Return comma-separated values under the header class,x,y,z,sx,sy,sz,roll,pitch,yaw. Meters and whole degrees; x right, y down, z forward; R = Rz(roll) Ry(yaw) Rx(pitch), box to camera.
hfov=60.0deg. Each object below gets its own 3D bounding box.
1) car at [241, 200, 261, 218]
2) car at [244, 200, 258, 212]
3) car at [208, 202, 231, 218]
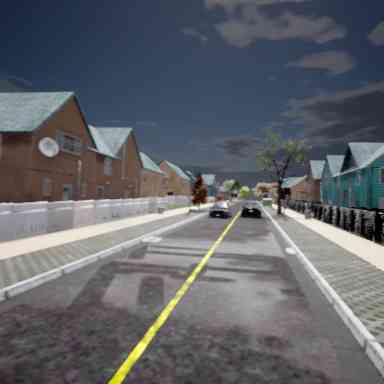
class,x,y,z,sx,sy,sz,roll,pitch,yaw
car,6.181,1.861,34.689,1.994,1.385,4.181,2,0,11
car,8.467,1.936,47.394,1.837,1.490,4.892,2,0,11
car,2.812,1.705,32.197,2.033,1.411,5.357,2,0,11
